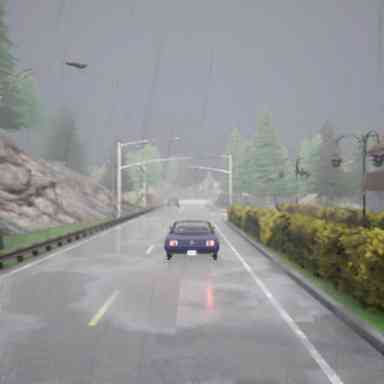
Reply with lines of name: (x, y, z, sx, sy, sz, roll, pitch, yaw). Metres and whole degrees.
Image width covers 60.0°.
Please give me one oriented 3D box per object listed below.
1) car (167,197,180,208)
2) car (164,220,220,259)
car: (-3.535, 1.930, 63.440, 2.150, 2.045, 5.566, 0, -1, 0)
car: (0.011, 1.750, 13.221, 1.895, 1.301, 4.718, 0, -1, 0)
